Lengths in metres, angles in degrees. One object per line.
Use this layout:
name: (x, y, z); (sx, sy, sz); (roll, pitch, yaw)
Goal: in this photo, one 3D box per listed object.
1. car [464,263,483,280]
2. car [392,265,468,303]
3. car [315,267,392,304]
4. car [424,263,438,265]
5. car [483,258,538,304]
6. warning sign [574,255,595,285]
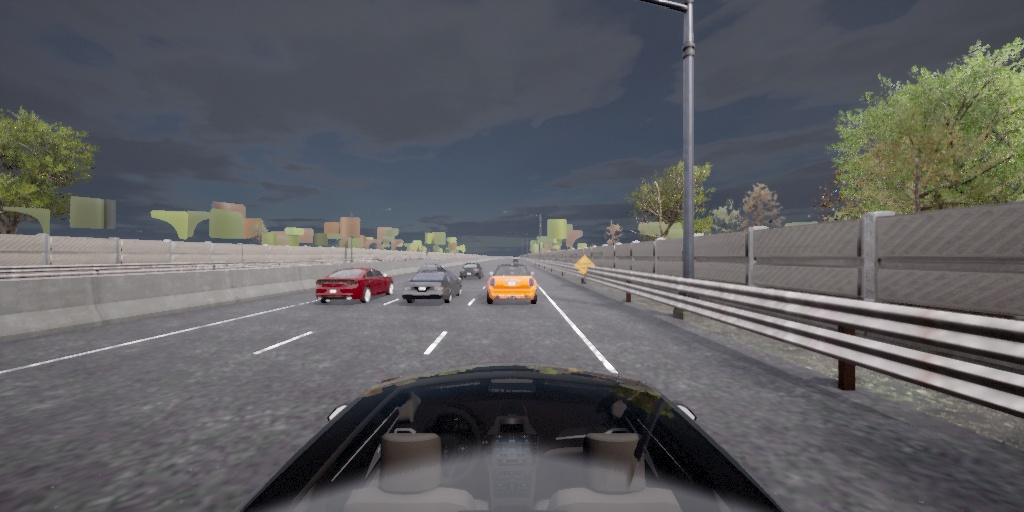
car: (-3.501, 1.289, 31.501); (1.812, 1.442, 4.674); (0, 0, 0)
car: (-3.500, 1.316, 16.500); (2.033, 1.411, 5.357); (0, 0, 0)
car: (-7.001, 1.237, 16.500); (1.882, 1.535, 5.008); (0, 0, 0)
car: (-7.001, 1.328, 31.501); (1.994, 1.385, 4.181); (0, 0, 0)
car: (-0.001, 1.119, 16.471); (2.097, 1.767, 4.553); (0, 0, 0)
warning sign: (4.550, 0.868, 22.401); (1.300, 1.860, 1.060); (0, 0, 0)
